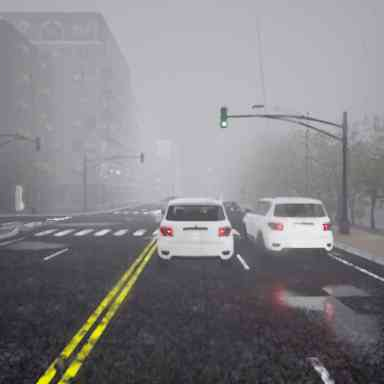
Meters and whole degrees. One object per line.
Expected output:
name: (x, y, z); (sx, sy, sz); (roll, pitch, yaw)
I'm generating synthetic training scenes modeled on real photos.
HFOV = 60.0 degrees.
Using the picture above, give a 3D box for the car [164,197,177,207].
car: (-3.338, 1.469, 52.065); (1.812, 1.442, 4.674); (0, 0, 0)

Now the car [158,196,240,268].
car: (0.098, 1.206, 11.370); (2.150, 2.045, 5.566); (0, 0, 0)

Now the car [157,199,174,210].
car: (-3.357, 1.551, 43.146); (1.895, 1.301, 4.718); (0, 0, 0)

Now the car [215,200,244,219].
car: (3.334, 1.512, 30.555); (2.033, 1.411, 5.357); (0, 0, 0)

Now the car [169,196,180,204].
car: (-3.275, 1.441, 62.360); (1.837, 1.490, 4.892); (0, 0, 0)

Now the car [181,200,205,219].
car: (0.077, 1.526, 30.153); (2.033, 1.411, 5.357); (0, 0, 0)

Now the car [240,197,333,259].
car: (3.345, 1.203, 12.646); (2.150, 2.045, 5.566); (0, 0, 0)

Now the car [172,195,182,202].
car: (-3.279, 1.471, 72.685); (2.033, 1.411, 5.357); (0, 0, 0)
